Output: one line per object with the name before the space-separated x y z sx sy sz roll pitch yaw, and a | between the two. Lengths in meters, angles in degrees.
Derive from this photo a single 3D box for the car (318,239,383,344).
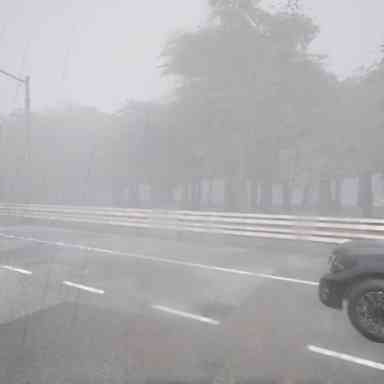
car | 4.805 1.223 4.741 5.566 2.045 2.150 0 0 35
